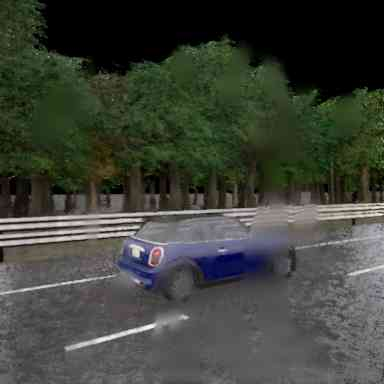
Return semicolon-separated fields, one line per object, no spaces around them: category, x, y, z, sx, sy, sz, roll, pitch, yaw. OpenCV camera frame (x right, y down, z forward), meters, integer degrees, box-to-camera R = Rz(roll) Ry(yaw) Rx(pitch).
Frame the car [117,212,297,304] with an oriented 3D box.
car;0.549;1.327;8.335;4.553;1.767;2.097;0;0;-35
